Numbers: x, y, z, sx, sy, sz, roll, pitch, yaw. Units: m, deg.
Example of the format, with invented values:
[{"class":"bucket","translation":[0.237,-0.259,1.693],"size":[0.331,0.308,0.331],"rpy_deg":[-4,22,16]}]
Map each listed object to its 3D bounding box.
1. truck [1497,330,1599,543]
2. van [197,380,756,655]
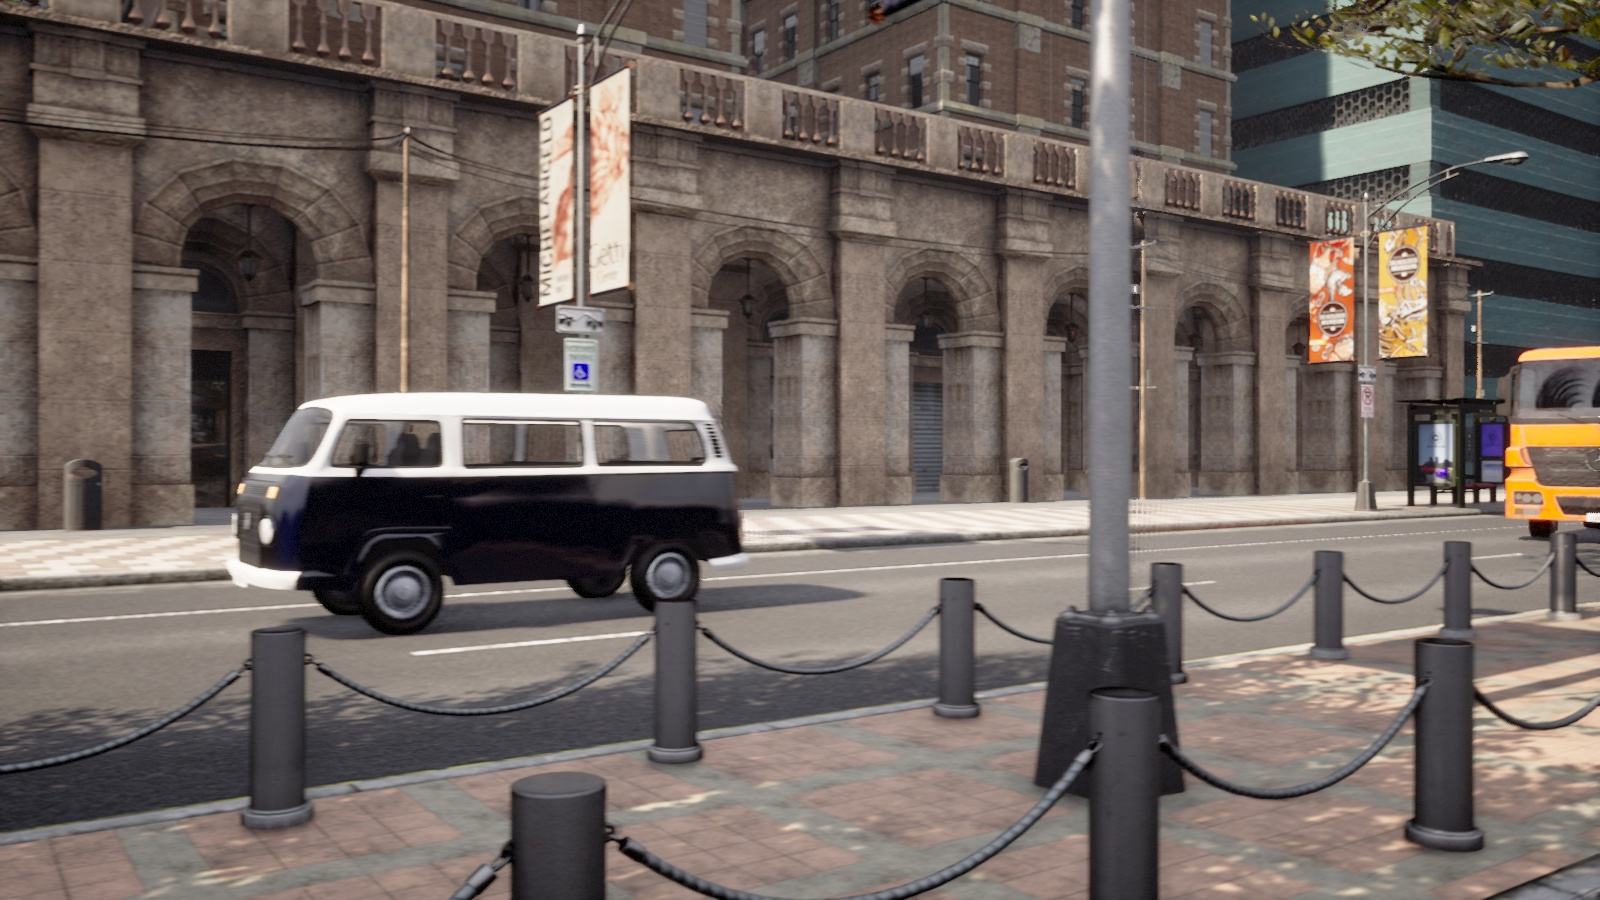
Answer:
[{"class":"truck","translation":[15.729,-0.213,23.322],"size":[2.891,3.462,7.936],"rpy_deg":[0,0,44]},{"class":"van","translation":[-2.849,0.502,11.424],"size":[4.480,2.038,2.069],"rpy_deg":[0,0,-35]}]
